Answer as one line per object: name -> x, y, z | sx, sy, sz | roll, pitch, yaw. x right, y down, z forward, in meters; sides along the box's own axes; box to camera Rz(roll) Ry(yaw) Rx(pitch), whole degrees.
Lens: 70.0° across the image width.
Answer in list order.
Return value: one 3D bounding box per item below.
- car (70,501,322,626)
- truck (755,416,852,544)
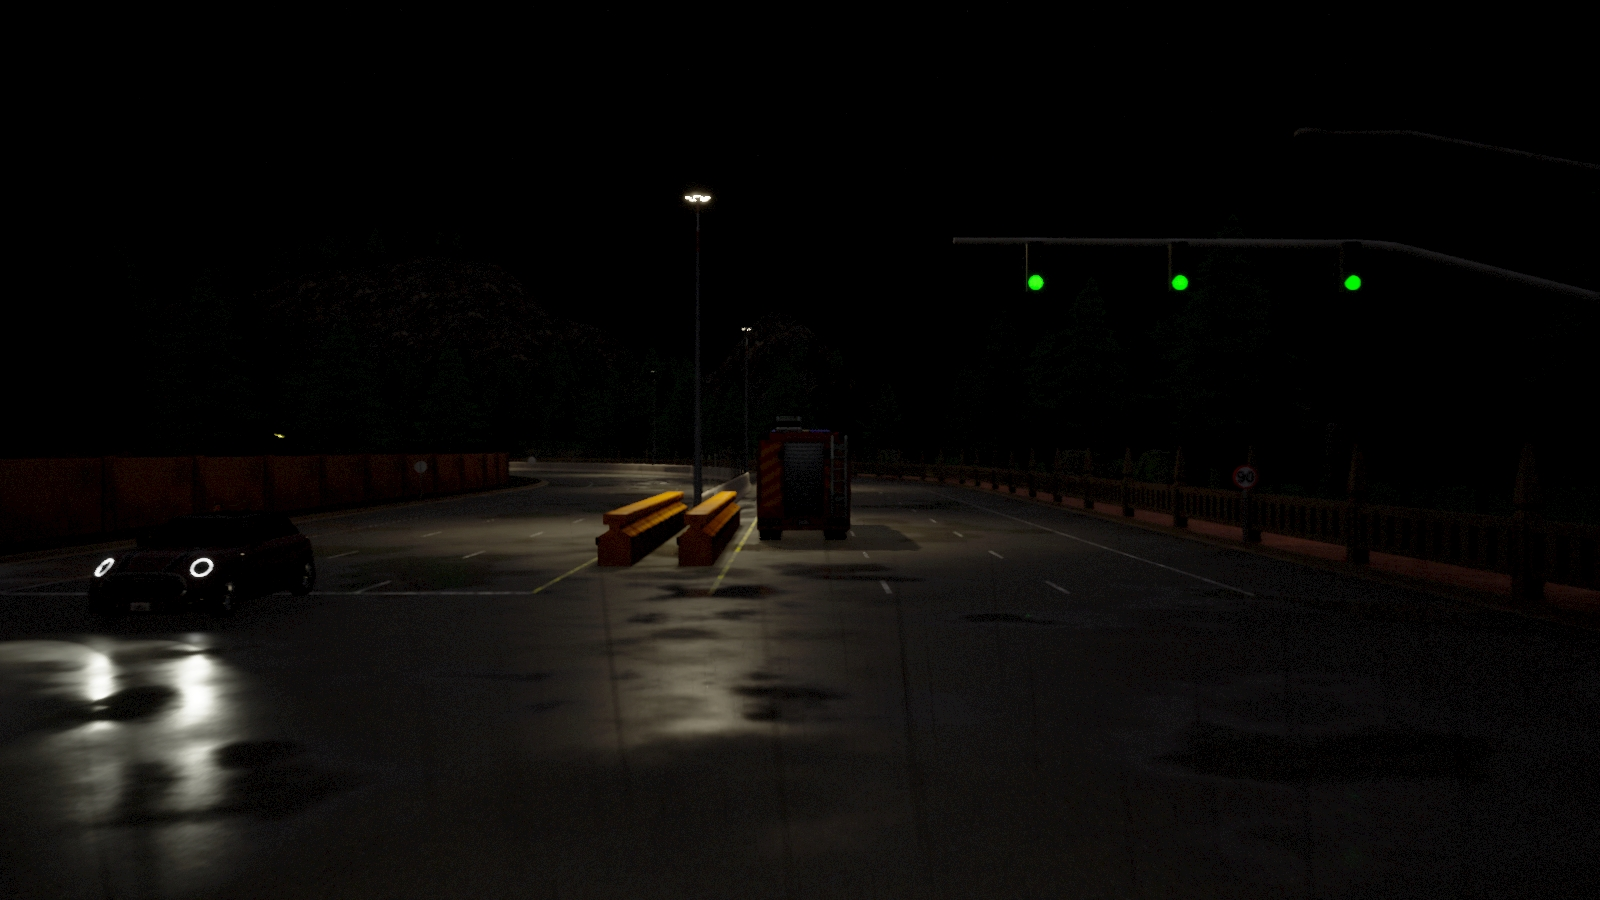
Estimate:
car -> -10.520, 1.904, 20.379 | 2.097, 1.767, 4.553 | 0, 0, 0
truck -> 0.064, 0.887, 38.476 | 2.891, 3.827, 8.468 | 0, 0, -1
